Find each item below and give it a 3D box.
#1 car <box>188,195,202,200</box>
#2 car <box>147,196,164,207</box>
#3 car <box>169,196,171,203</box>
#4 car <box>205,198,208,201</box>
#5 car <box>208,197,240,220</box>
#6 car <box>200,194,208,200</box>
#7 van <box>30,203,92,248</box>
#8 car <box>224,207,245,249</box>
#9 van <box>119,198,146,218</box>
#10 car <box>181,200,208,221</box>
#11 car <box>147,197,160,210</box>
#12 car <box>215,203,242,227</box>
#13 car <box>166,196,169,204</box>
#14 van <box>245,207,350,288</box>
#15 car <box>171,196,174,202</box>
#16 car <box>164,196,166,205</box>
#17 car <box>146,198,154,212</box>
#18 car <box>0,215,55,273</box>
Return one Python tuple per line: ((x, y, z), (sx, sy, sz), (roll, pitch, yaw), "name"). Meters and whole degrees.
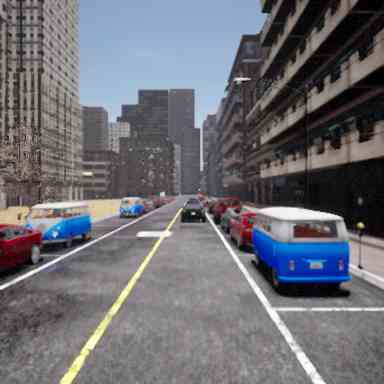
((0.123, 1.615, 45.929), (1.837, 1.490, 4.892), (0, 0, 0), "car")
((-5.675, 1.430, 47.737), (2.192, 1.841, 5.009), (0, 0, 0), "car")
((-5.666, 1.715, 64.319), (2.008, 1.369, 4.403), (0, 0, 0), "car")
((2.702, 1.650, 36.677), (1.947, 1.339, 4.313), (0, 0, 0), "car")
((2.694, 1.371, 25.623), (2.192, 1.841, 5.009), (0, 0, 0), "car")
((2.709, 1.571, 53.260), (1.967, 1.590, 4.097), (0, 0, 0), "car")
((-5.690, 1.372, 14.572), (1.690, 1.788, 3.998), (0, 0, 0), "van")
((2.692, 1.575, 14.567), (1.887, 1.381, 4.507), (0, 0, 0), "car")
((-5.682, 1.411, 31.154), (1.690, 1.788, 3.998), (0, 0, 0), "van")
((0.113, 1.625, 27.524), (1.994, 1.385, 4.181), (0, 0, 0), "car")
((-5.676, 1.650, 42.210), (2.008, 1.369, 4.403), (0, 0, 0), "car")
((2.694, 1.594, 20.094), (2.008, 1.369, 4.403), (0, 0, 0), "car")
((-5.668, 1.692, 58.792), (1.887, 1.381, 4.507), (0, 0, 0), "car")
((2.688, 1.360, 9.039), (1.690, 1.788, 3.998), (0, 0, 0), "van")
((-5.661, 1.639, 75.375), (1.967, 1.590, 4.097), (0, 0, 0), "car")
((-5.671, 1.713, 53.264), (1.802, 1.307, 4.206), (0, 0, 0), "car")
((-5.678, 1.666, 36.681), (1.802, 1.307, 4.206), (0, 0, 0), "car")
((-5.691, 1.564, 9.044), (1.887, 1.381, 4.507), (0, 0, 0), "car")
